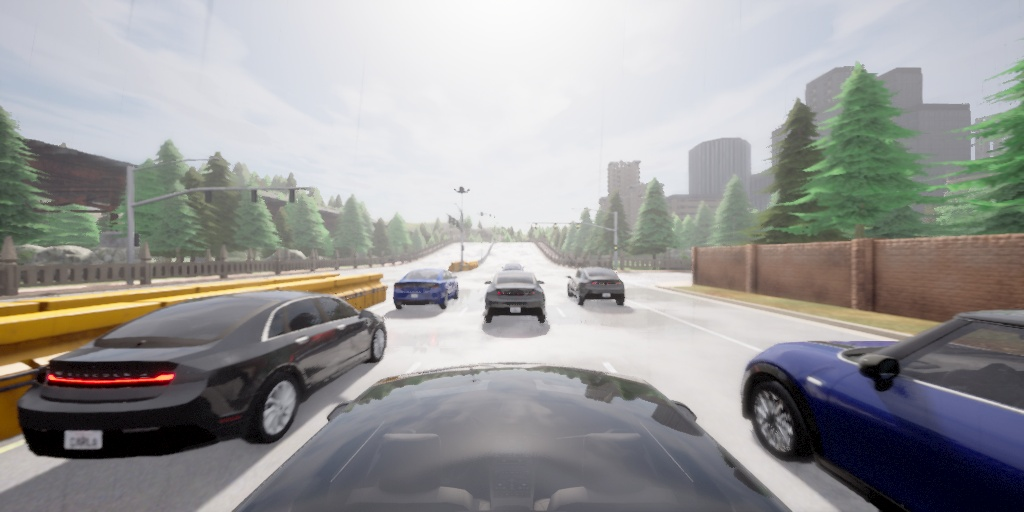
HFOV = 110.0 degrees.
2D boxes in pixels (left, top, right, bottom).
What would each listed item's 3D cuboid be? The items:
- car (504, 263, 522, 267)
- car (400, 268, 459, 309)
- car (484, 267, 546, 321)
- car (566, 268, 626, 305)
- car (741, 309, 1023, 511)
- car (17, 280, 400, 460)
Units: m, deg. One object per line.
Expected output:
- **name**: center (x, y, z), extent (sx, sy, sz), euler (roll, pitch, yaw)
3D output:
- **car**: center (0.082, 1.302, 29.675), extent (1.812, 1.442, 4.674), euler (0, 0, 0)
- **car**: center (-3.407, 1.240, 15.000), extent (1.882, 1.535, 5.008), euler (0, 0, 0)
- **car**: center (0.094, 1.264, 12.356), extent (1.837, 1.490, 4.892), euler (0, 0, 0)
- **car**: center (3.611, 1.267, 16.017), extent (1.837, 1.490, 4.892), euler (0, -1, 1)
- **car**: center (3.602, 1.101, 2.139), extent (2.097, 1.767, 4.553), euler (0, 0, 0)
- **car**: center (-3.401, 1.255, 5.276), extent (1.837, 1.490, 4.892), euler (0, -1, 0)
